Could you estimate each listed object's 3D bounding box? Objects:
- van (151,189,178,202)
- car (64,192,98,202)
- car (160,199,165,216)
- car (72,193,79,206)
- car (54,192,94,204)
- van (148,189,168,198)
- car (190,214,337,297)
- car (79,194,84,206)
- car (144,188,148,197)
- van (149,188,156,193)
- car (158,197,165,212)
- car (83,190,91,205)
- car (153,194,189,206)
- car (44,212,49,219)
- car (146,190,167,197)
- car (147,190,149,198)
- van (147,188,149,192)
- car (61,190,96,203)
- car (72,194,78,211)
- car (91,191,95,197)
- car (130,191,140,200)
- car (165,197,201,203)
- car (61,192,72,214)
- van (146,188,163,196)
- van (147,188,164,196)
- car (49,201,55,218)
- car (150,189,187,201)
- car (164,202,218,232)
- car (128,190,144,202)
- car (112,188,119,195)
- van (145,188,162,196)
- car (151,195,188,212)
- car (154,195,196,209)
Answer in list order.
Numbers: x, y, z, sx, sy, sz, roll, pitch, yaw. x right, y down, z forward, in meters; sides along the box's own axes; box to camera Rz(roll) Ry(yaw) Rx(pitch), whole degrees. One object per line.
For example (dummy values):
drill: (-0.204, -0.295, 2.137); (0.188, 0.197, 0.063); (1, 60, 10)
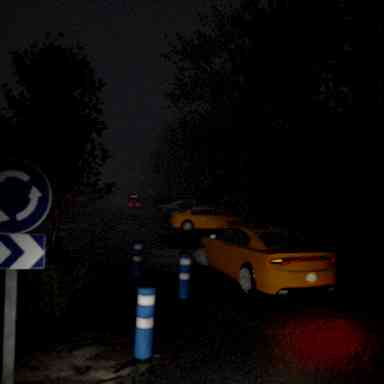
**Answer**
van: (-4.658, 0.602, 56.757); (4.442, 1.987, 1.878); (1, 1, -9)
car: (-17.220, 0.726, 51.972); (4.792, 1.488, 2.163); (1, 1, -9)
car: (0.091, 1.565, 26.681); (4.792, 1.488, 2.163); (1, 1, -9)
car: (-14.120, 1.143, 32.804); (4.892, 1.521, 2.231); (1, 1, -9)
car: (-16.362, 0.802, 46.486); (4.892, 1.521, 2.231); (1, 1, -9)
van: (-7.797, 0.264, 76.017); (4.442, 1.987, 1.878); (1, 1, -9)
car: (1.679, 1.617, 9.149); (1.882, 1.535, 5.008); (2, -1, -18)
car: (-14.756, 1.064, 35.511); (5.366, 1.575, 1.946); (1, 1, -9)
car: (-5.691, 0.478, 62.201); (5.566, 2.045, 2.435); (1, 1, -9)
van: (-3.986, 0.698, 51.238); (4.442, 1.987, 1.878); (1, 1, -10)
car: (-0.328, 1.503, 29.419); (4.674, 1.452, 2.002); (1, 1, -9)
car: (-15.667, 0.919, 41.109); (5.366, 1.575, 1.946); (1, 1, -9)
car: (-2.988, 1.066, 45.945); (4.792, 1.488, 2.163); (1, 1, -9)
car: (-12.371, 1.460, 21.842); (4.792, 1.488, 2.163); (1, 1, -9)
car: (-8.792, 0.394, 81.345); (5.008, 1.535, 2.097); (1, 1, -9)
car: (-4.326, 0.874, 54.010); (5.008, 1.535, 2.097); (1, 1, -9)
van: (-5.333, 0.551, 59.454); (4.442, 1.987, 1.878); (1, 1, -9)
car: (-16.770, 0.622, 49.233); (4.553, 1.767, 2.185); (1, 1, -9)
car: (-13.497, 1.214, 30.093); (5.366, 1.575, 1.946); (1, 1, -9)
car: (-15.728, 0.861, 43.786); (5.366, 1.575, 1.946); (1, 1, -9)
car: (-11.017, 0.610, 64.326); (1.882, 1.535, 5.008); (1, 1, -9)
car: (0.579, 1.479, 24.077); (4.553, 1.767, 2.185); (1, 1, -9)
car: (-13.202, 1.036, 27.322); (5.566, 2.045, 2.435); (1, 1, -9)
van: (-10.005, 0.026, 89.562); (4.442, 1.987, 1.878); (1, 1, -9)
van: (-9.579, 0.071, 86.952); (4.442, 1.987, 1.878); (1, 1, -9)
car: (-12.783, 1.359, 24.586); (5.008, 1.535, 2.097); (1, 1, -9)
car: (-1.627, 0.996, 37.616); (5.566, 2.045, 2.435); (1, 1, -9)
car: (0.986, 1.676, 21.340); (5.008, 1.535, 2.097); (1, 1, -9)
car: (-9.159, 0.824, 52.925); (2.128, 1.511, 4.902); (1, 1, -9)
car: (-23.469, -0.228, 90.322); (5.566, 2.045, 2.435); (1, 1, -9)
van: (-10.702, -0.028, 92.390); (4.442, 1.987, 1.878); (1, 0, -9)
car: (-0.953, 1.386, 32.122); (5.366, 1.575, 1.946); (1, 1, -9)
car: (-2.133, 1.204, 40.346); (4.792, 1.488, 2.163); (1, 1, -9)
